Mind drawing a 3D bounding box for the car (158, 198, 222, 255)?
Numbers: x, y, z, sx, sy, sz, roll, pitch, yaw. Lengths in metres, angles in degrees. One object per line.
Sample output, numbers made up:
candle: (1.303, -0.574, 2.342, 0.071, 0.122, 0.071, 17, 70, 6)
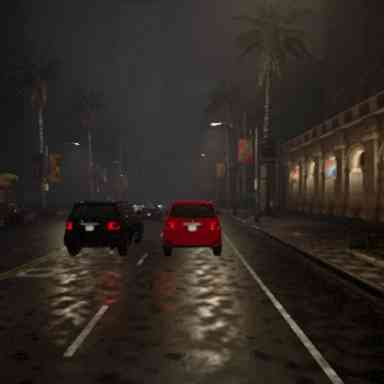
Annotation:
car: (0.030, 1.350, 13.994, 2.150, 2.045, 5.566, 0, 0, 0)

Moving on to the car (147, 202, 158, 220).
car: (-3.564, 1.844, 29.354, 1.994, 1.385, 4.181, 0, 0, 0)

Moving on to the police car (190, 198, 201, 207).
police car: (0.612, 2.040, 64.781, 1.930, 1.638, 5.238, 0, -1, -1)

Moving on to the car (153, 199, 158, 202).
car: (-7.511, 2.231, 71.852, 1.994, 1.385, 4.181, 0, -1, -1)

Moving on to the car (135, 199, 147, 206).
car: (-11.012, 2.201, 71.903, 1.812, 1.442, 4.674, 0, -1, -1)

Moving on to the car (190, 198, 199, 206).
car: (0.510, 2.186, 74.670, 1.882, 1.535, 5.008, 0, -1, -1)

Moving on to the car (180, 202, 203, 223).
car: (-0.065, 1.759, 29.538, 1.882, 1.535, 5.008, 0, 0, 0)

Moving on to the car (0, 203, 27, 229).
car: (-13.608, 1.579, 23.504, 2.185, 1.767, 4.553, 0, -1, -1)

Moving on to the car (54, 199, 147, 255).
car: (-3.470, 1.350, 14.006, 2.150, 2.045, 5.566, 0, 0, 0)
